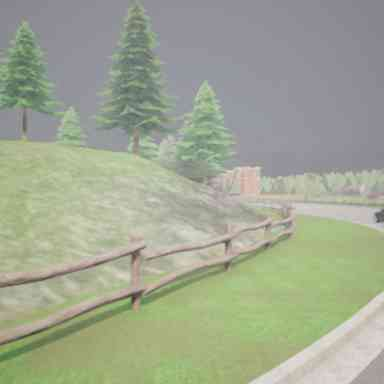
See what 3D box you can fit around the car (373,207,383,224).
[{"bbox_3d":[15.195,1.760,24.812,1.837,1.490,4.892,1,-1,10],"label":"car"}]
